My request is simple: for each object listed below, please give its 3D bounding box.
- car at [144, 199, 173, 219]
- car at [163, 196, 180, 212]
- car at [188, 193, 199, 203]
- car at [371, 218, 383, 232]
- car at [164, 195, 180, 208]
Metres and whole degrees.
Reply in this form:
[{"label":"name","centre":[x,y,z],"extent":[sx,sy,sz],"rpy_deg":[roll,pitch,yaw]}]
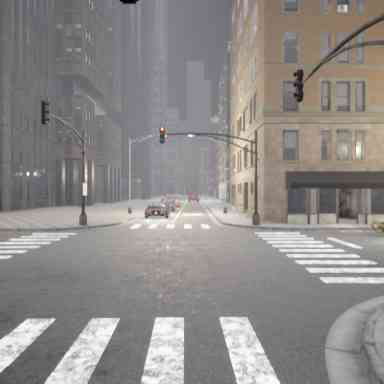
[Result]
[{"label":"car","centre":[-2.986,1.562,29.427],"extent":[1.994,1.385,4.181],"rpy_deg":[0,0,0]},{"label":"car","centre":[-2.943,1.490,39.282],"extent":[2.128,1.511,4.902],"rpy_deg":[0,0,0]},{"label":"car","centre":[0.344,1.174,70.258],"extent":[2.150,2.045,5.566],"rpy_deg":[0,0,0]},{"label":"car","centre":[12.181,1.512,17.735],"extent":[4.829,1.417,1.752],"rpy_deg":[0,0,-1]},{"label":"car","centre":[-2.900,1.349,49.180],"extent":[2.097,1.767,4.553],"rpy_deg":[0,0,0]}]
